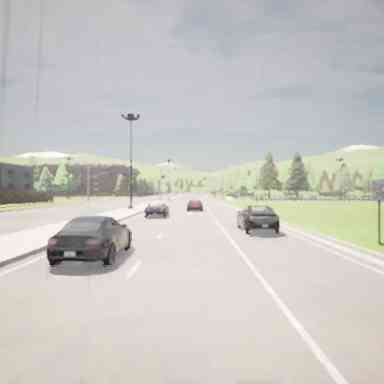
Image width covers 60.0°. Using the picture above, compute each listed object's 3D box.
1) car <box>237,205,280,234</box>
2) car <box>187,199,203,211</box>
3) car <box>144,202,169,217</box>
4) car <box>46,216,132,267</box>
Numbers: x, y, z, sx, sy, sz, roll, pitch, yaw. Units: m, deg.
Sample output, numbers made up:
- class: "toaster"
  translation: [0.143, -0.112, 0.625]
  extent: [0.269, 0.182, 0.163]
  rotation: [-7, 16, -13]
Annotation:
- class: "car"
  translation: [3.722, 1.501, 19.232]
  extent: [2.128, 1.511, 4.902]
  rotation: [0, 0, 0]
- class: "car"
  translation: [0.368, 1.577, 41.366]
  extent: [1.994, 1.385, 4.181]
  rotation: [0, 0, 0]
- class: "car"
  translation: [-3.200, 1.607, 31.093]
  extent: [1.895, 1.301, 4.718]
  rotation: [0, 0, 0]
- class: "car"
  translation: [-3.309, 1.526, 11.355]
  extent: [1.812, 1.442, 4.674]
  rotation: [0, 0, 0]
